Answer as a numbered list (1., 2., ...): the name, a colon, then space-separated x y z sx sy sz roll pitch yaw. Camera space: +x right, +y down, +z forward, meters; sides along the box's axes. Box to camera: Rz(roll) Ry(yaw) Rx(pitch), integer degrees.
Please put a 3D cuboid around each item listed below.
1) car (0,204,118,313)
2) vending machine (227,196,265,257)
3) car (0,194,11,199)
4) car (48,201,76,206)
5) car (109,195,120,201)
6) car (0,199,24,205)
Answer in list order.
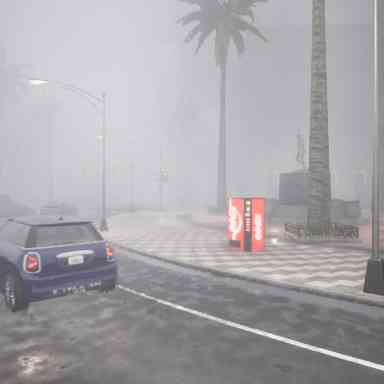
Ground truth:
1. car: -3.712 1.351 8.049 2.097 1.767 4.553 0 0 -43
2. vending machine: 1.979 1.195 12.184 1.100 2.100 0.880 0 0 -42
3. car: -18.145 1.206 29.310 2.150 2.045 5.566 0 0 3
4. car: -10.813 1.492 27.443 2.128 1.511 4.902 0 0 -3
5. car: -20.711 1.513 89.385 2.161 1.482 4.786 0 0 3
6. car: -14.986 1.564 27.998 1.994 1.385 4.181 0 0 3
